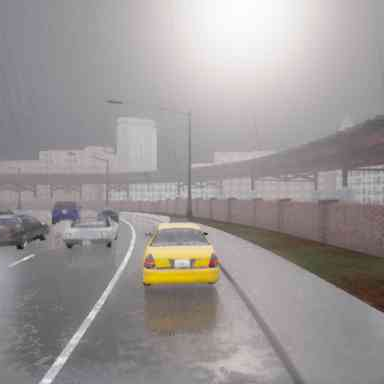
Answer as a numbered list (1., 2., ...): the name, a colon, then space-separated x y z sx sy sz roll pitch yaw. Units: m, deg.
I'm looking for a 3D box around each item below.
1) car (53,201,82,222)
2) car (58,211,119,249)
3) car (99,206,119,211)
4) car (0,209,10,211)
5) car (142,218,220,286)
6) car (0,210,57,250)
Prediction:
1. car: -11.204 1.822 29.848 2.150 2.045 5.566 0 -2 -16
2. car: -4.516 1.774 15.441 1.895 1.301 4.718 0 -1 -8
3. car: -7.834 2.089 30.792 1.837 1.490 4.892 0 -2 -16
4. car: -20.694 2.461 36.054 1.895 1.301 4.718 0 -2 -21
5. car: -0.421 1.515 9.572 1.801 1.575 5.366 0 -1 -5
6. car: -7.976 1.716 14.918 2.033 1.411 5.357 0 -1 -8
